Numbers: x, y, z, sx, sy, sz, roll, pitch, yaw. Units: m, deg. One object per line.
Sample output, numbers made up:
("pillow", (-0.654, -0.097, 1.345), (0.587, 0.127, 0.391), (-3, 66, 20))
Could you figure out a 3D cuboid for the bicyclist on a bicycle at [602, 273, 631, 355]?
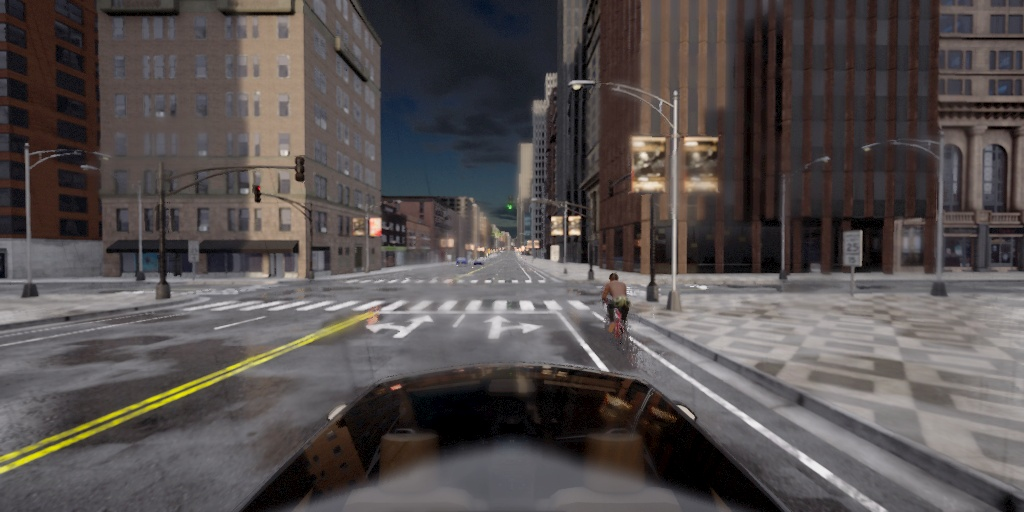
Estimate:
("bicyclist on a bicycle", (2.250, 1.201, 7.774), (0.582, 1.620, 1.656), (0, 0, 0))
